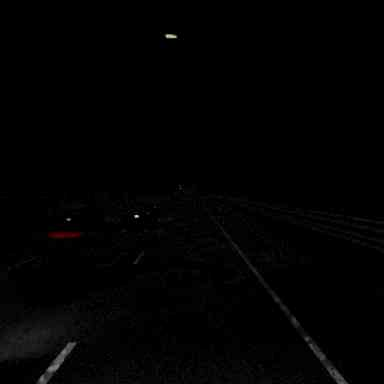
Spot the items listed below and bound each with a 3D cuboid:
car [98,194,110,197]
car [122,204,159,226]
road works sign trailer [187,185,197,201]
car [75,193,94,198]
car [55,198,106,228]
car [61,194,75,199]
[{"bbox_3d":[-17.513,1.199,66.449,1.882,1.535,5.008,0,0,0],"label":"car"},{"bbox_3d":[-3.404,1.459,22.443,1.994,1.385,4.181,0,0,0],"label":"car"},{"bbox_3d":[-0.014,0.157,74.099,2.380,3.560,2.880,0,0,0],"label":"road works sign trailer"},{"bbox_3d":[-21.012,1.076,66.467,2.097,1.767,4.553,0,0,0],"label":"car"},{"bbox_3d":[-6.904,1.378,21.089,1.882,1.535,5.008,0,0,0],"label":"car"},{"bbox_3d":[-24.512,1.246,66.437,2.128,1.511,4.902,0,0,0],"label":"car"}]
